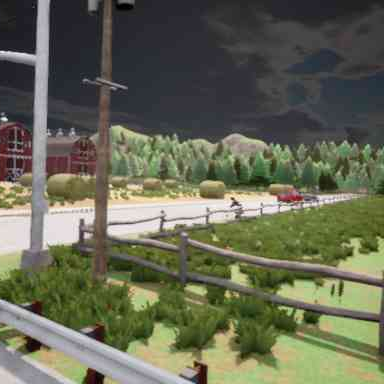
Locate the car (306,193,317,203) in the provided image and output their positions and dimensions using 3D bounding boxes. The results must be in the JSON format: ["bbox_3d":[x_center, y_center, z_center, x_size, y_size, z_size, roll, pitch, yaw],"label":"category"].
[{"bbox_3d":[18.371,0.927,52.583,2.128,1.511,4.902,4,2,33],"label":"car"}]

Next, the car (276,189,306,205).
[{"bbox_3d":[12.901,0.682,43.982,2.150,2.045,5.566,4,2,33],"label":"car"}]

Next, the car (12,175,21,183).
[{"bbox_3d":[-42.145,-3.020,80.650,1.905,1.878,3.866,8,2,-14],"label":"car"}]

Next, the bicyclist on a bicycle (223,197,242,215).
[{"bbox_3d":[2.793,1.162,21.938,1.656,1.620,0.582,4,2,33],"label":"bicyclist on a bicycle"}]
